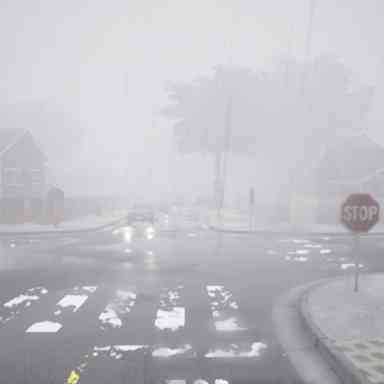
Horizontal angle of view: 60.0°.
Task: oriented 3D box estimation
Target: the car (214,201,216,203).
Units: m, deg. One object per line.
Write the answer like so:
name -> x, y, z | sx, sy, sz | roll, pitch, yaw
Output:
car -> 3.785, 1.387, 66.330 | 2.097, 1.767, 4.553 | 1, 0, 13

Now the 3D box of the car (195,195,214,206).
car -> 1.923, 1.392, 56.588 | 2.097, 1.767, 4.553 | 0, 0, 10

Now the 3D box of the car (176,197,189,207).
car -> -1.618, 1.525, 51.669 | 1.837, 1.490, 4.892 | 0, 0, 8

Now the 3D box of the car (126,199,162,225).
car -> -3.519, 1.499, 24.358 | 1.837, 1.490, 4.892 | 0, 0, 0

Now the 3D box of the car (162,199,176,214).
car -> -3.213, 1.478, 35.476 | 1.882, 1.535, 5.008 | 0, 0, 4
